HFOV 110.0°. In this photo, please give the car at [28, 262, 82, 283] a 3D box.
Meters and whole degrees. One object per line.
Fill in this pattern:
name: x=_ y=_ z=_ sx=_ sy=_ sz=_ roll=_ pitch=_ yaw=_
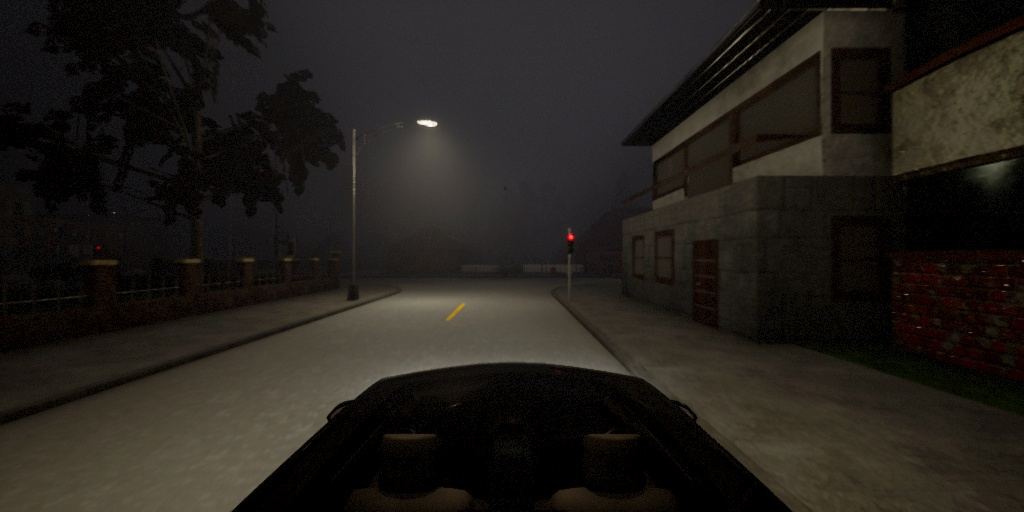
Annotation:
car: x=-33.121 y=1.233 z=27.010 sx=4.902 sy=1.511 sz=2.128 roll=0 pitch=0 yaw=0
